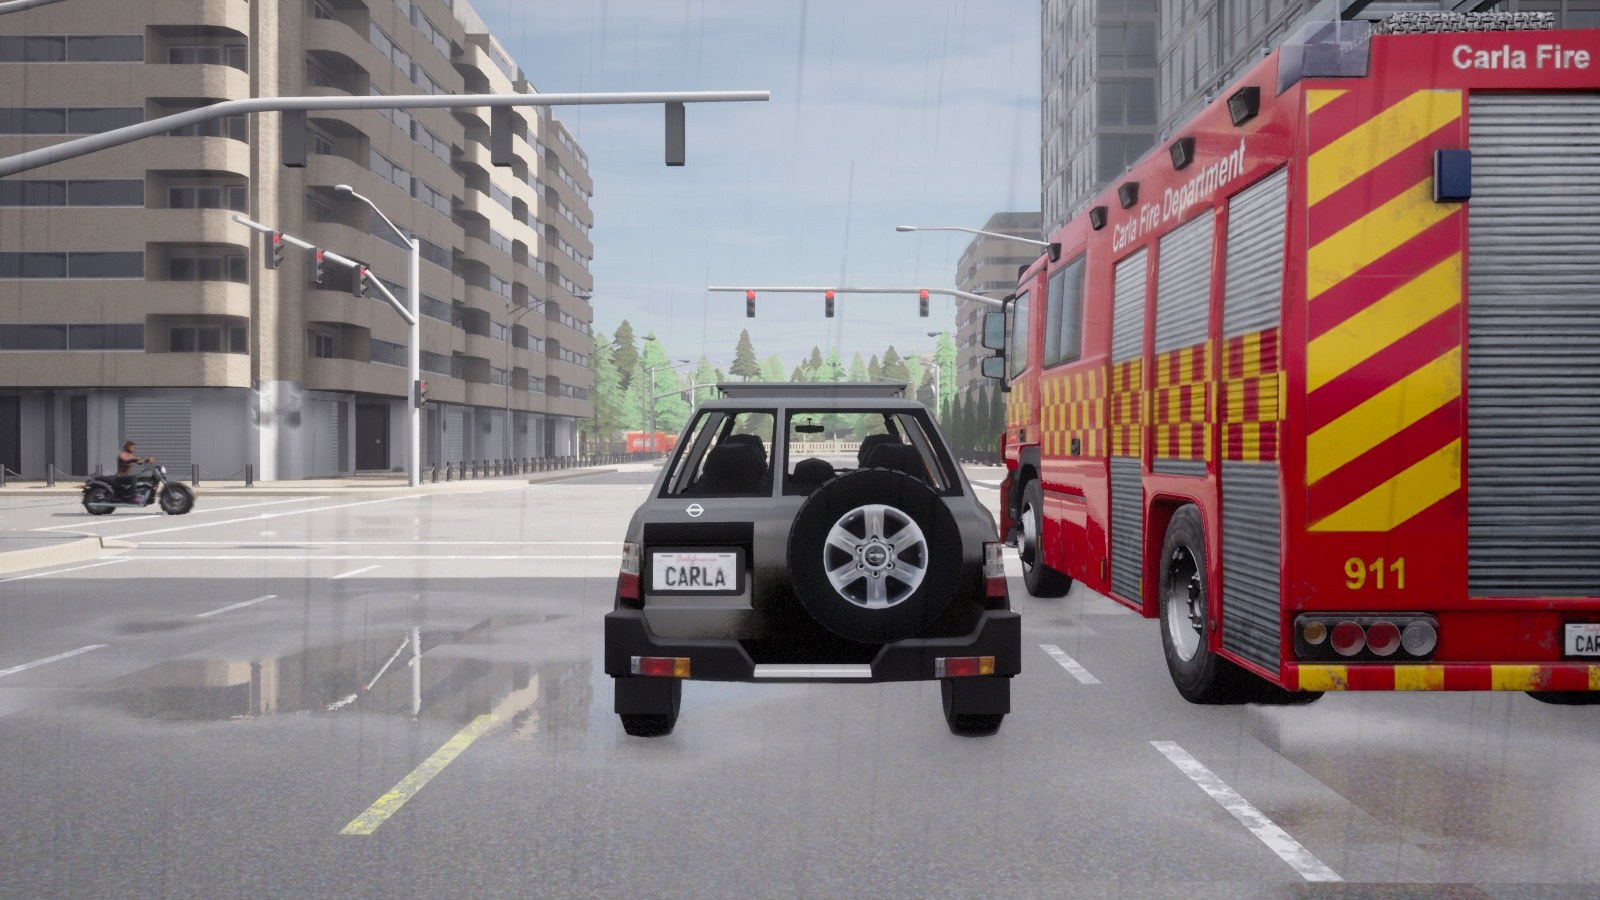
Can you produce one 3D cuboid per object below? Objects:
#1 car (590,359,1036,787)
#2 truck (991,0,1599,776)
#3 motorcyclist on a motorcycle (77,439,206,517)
[{"bbox_3d":[0.061,0.520,7.741,1.932,1.855,4.605,0,0,0],"label":"car"},{"bbox_3d":[3.573,-0.471,9.880,2.891,3.827,8.468,0,0,0],"label":"truck"},{"bbox_3d":[-14.108,0.586,26.947,2.350,1.649,0.766,0,0,-1],"label":"motorcyclist on a motorcycle"}]
